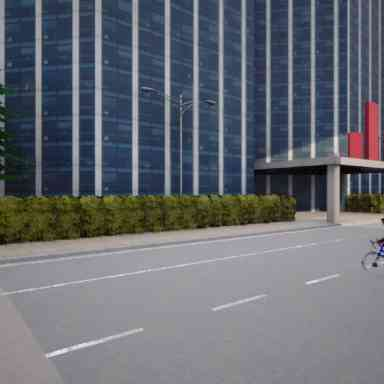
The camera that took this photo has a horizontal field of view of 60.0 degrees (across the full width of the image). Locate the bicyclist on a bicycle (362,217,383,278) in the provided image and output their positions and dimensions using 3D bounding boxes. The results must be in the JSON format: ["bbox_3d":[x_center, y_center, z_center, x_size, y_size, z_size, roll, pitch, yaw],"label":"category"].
[{"bbox_3d":[5.122,1.455,8.430,0.582,1.620,1.656,0,-2,-37],"label":"bicyclist on a bicycle"}]
